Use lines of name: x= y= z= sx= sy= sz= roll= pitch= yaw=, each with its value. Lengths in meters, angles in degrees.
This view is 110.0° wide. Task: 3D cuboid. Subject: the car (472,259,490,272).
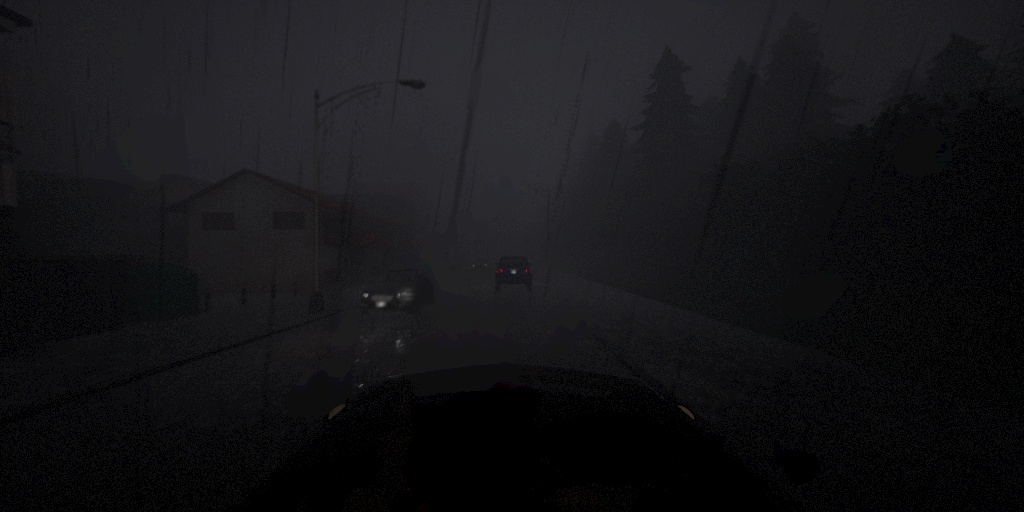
car: x=-4.058 y=1.138 z=47.661 sx=2.097 sy=1.767 sz=4.553 roll=0 pitch=0 yaw=0

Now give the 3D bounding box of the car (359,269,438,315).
car: x=-4.098 y=1.250 z=13.669 sx=2.128 sy=1.511 sz=4.902 roll=0 pitch=0 yaw=0

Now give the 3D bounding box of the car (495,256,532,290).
car: x=0.103 y=0.989 z=22.796 sx=2.150 sy=2.045 sz=5.566 roll=0 pitch=0 yaw=0
